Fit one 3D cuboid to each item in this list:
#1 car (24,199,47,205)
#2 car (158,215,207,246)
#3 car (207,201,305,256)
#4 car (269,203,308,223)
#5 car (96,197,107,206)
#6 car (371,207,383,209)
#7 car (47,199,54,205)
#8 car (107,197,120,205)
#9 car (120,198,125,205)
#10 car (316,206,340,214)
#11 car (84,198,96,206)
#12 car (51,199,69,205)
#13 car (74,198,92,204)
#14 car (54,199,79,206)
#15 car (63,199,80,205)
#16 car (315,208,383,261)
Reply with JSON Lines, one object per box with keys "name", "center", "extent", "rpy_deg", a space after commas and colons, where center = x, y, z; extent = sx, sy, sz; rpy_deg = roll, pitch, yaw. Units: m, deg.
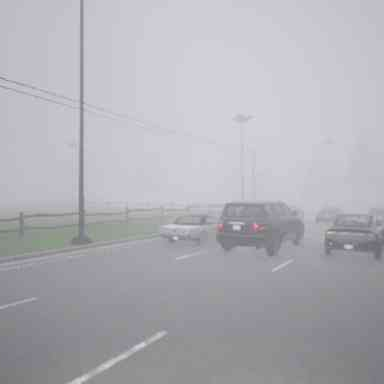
{"name": "car", "center": [-36.598, 2.379, 76.633], "extent": [5.357, 1.411, 2.033], "rpy_deg": [-1, -1, 33]}
{"name": "car", "center": [0.482, 1.781, 16.635], "extent": [1.895, 1.301, 4.718], "rpy_deg": [-1, -1, 33]}
{"name": "car", "center": [3.065, 1.374, 14.196], "extent": [2.150, 2.045, 5.566], "rpy_deg": [-1, 0, 33]}
{"name": "car", "center": [8.646, 1.798, 29.514], "extent": [2.128, 1.511, 4.902], "rpy_deg": [0, -1, 31]}
{"name": "car", "center": [-22.369, 2.208, 75.726], "extent": [4.553, 1.767, 2.097], "rpy_deg": [-1, -1, 33]}
{"name": "car", "center": [14.561, 1.819, 25.765], "extent": [1.994, 1.385, 4.181], "rpy_deg": [0, -1, 31]}
{"name": "car", "center": [-34.690, 2.346, 79.567], "extent": [5.008, 1.535, 1.882], "rpy_deg": [-1, -1, 33]}
{"name": "car", "center": [-20.520, 2.106, 78.700], "extent": [5.566, 2.045, 2.150], "rpy_deg": [-1, -1, 33]}
{"name": "car", "center": [-18.514, 2.263, 81.568], "extent": [4.553, 1.767, 2.097], "rpy_deg": [-1, -1, 33]}
{"name": "car", "center": [11.552, 1.843, 27.522], "extent": [1.994, 1.385, 4.181], "rpy_deg": [0, -1, 32]}
{"name": "car", "center": [-24.095, 2.349, 72.672], "extent": [4.902, 1.511, 2.128], "rpy_deg": [-1, -1, 33]}
{"name": "car", "center": [-32.780, 2.394, 82.500], "extent": [4.892, 1.490, 1.837], "rpy_deg": [-1, -1, 33]}
{"name": "car", "center": [-28.961, 2.473, 88.366], "extent": [4.902, 1.511, 2.128], "rpy_deg": [-1, -1, 33]}
{"name": "car", "center": [-26.025, 2.391, 69.751], "extent": [4.718, 1.301, 1.895], "rpy_deg": [-1, -1, 33]}
{"name": "car", "center": [-30.870, 2.472, 85.432], "extent": [4.181, 1.385, 1.994], "rpy_deg": [-1, -1, 33]}
{"name": "car", "center": [6.512, 1.624, 13.066], "extent": [2.128, 1.511, 4.902], "rpy_deg": [0, -1, 33]}
